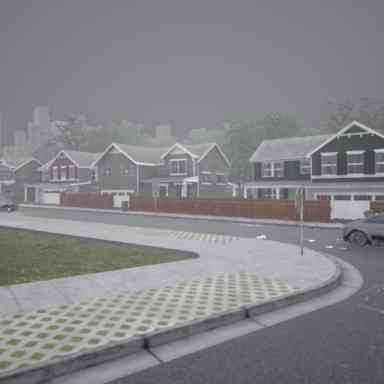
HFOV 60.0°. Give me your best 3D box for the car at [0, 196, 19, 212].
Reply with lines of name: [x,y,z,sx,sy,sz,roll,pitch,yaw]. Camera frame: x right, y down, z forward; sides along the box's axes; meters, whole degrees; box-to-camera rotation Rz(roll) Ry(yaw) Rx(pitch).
car: [-18.261,1.103,30.872,5.357,1.411,2.033,1,1,34]

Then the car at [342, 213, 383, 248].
car: [8.082,1.509,12.817,4.181,1.385,1.994,1,1,34]
